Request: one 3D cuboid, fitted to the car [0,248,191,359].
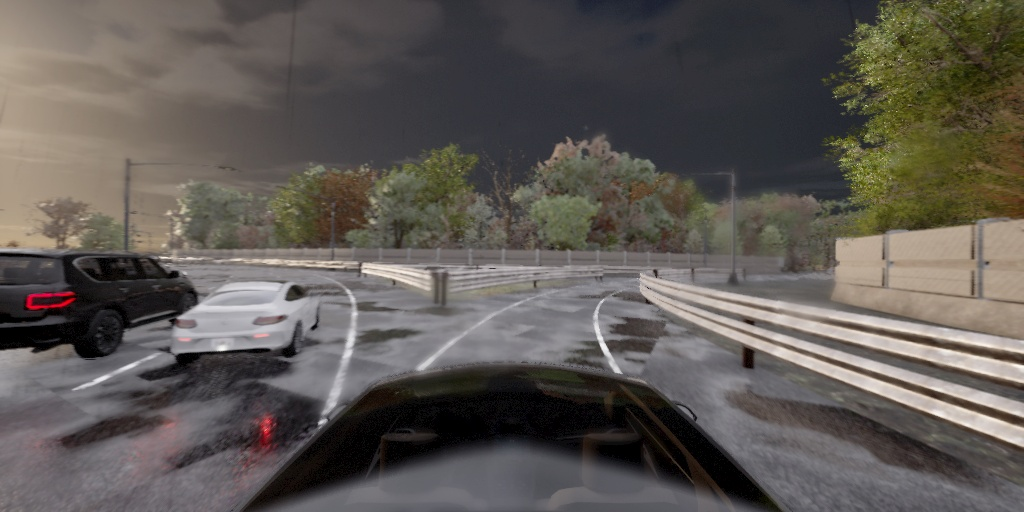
[{"bbox_3d":[-9.213,0.891,7.864,2.150,2.045,5.566,1,-1,-22],"label":"car"}]

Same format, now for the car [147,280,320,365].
[{"bbox_3d":[-5.529,1.251,7.983,1.812,1.442,4.674,1,-1,-21],"label":"car"}]

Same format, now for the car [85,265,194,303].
[{"bbox_3d":[-17.455,1.181,17.220,2.033,1.411,5.357,1,-1,-28],"label":"car"}]
